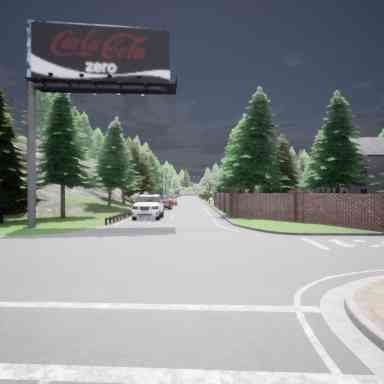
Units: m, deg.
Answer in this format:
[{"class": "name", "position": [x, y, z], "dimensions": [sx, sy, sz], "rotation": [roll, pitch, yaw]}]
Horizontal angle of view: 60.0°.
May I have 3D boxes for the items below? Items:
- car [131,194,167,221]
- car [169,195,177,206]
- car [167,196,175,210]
[{"class": "car", "position": [-3.593, 1.221, 27.839], "dimensions": [2.150, 2.045, 5.566], "rotation": [0, 0, 0]}, {"class": "car", "position": [-3.546, 1.353, 54.281], "dimensions": [2.097, 1.767, 4.553], "rotation": [0, 0, 0]}, {"class": "car", "position": [-3.568, 1.564, 41.902], "dimensions": [1.994, 1.385, 4.181], "rotation": [0, 0, 1]}]
